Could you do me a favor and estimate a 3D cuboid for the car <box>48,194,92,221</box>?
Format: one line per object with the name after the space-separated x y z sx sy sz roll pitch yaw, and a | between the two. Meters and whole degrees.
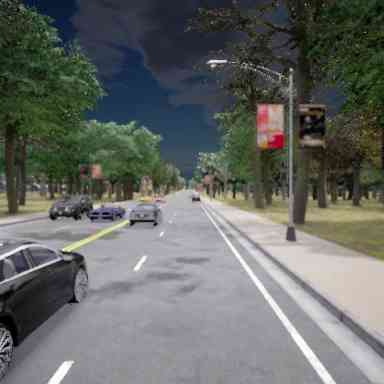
-9.849 1.228 27.671 2.150 2.045 5.566 0 0 0 | car

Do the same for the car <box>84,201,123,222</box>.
-6.600 1.606 26.208 1.895 1.301 4.718 0 0 0 | car

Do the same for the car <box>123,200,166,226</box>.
-3.152 1.551 23.495 2.033 1.411 5.357 0 0 0 | car

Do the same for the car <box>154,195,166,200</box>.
-6.509 1.444 67.571 2.097 1.767 4.553 0 0 0 | car

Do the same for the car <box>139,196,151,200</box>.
-9.753 1.520 69.378 1.882 1.535 5.008 0 0 0 | car

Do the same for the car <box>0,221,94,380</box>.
-3.150 1.491 5.241 2.128 1.511 4.902 0 0 0 | car

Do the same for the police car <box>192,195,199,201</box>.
0.973 1.528 91.630 1.930 1.638 5.238 0 0 0 | police car

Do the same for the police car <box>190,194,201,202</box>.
0.973 1.496 75.629 1.930 1.638 5.238 0 0 0 | police car
